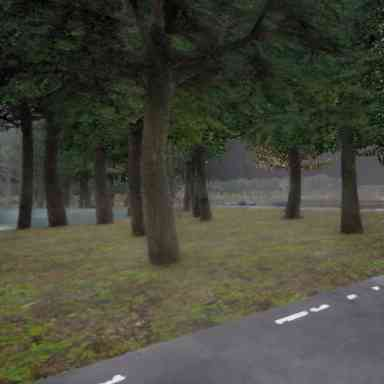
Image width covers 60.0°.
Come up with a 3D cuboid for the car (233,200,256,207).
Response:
[{"bbox_3d":[11.082,2.283,68.226,1.994,1.385,4.181,-1,0,-35],"label":"car"}]

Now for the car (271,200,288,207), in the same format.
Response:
[{"bbox_3d":[17.683,2.239,63.647,2.033,1.411,5.357,-1,0,-35],"label":"car"}]

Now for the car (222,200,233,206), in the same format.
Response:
[{"bbox_3d":[9.008,2.440,75.935,1.895,1.301,4.718,-1,0,-35],"label":"car"}]
